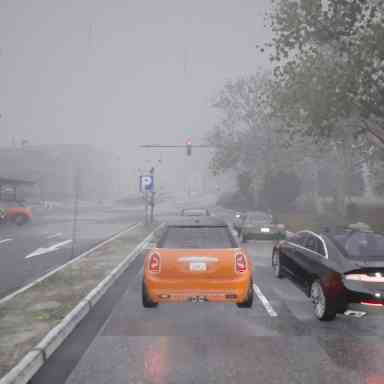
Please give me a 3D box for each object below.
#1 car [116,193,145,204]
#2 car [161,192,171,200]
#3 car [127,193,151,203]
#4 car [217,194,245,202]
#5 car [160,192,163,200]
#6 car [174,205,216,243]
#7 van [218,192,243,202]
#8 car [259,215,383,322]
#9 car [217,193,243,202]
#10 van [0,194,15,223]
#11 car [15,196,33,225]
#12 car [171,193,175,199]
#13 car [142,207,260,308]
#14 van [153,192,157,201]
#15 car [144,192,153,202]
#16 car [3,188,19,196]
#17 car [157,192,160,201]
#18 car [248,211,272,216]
[{"bbox_3d":[-11.502,1.357,61.026,4.792,1.488,2.163,-1,0,-15],"label":"car"},{"bbox_3d":[-8.532,1.356,84.963,4.674,1.452,2.002,-1,0,-12],"label":"car"},{"bbox_3d":[-10.769,1.195,66.970,4.553,1.767,2.185,-1,0,-14],"label":"car"},{"bbox_3d":[8.138,1.262,69.602,5.366,1.575,1.946,1,0,-13],"label":"car"},{"bbox_3d":[-9.711,1.358,75.978,4.674,1.452,2.002,-1,0,-13],"label":"car"},{"bbox_3d":[0.154,1.531,17.207,1.837,1.490,4.892,0,0,1],"label":"car"},{"bbox_3d":[7.224,1.041,63.638,4.442,1.987,1.878,1,0,-14],"label":"van"},{"bbox_3d":[3.102,1.501,7.245,2.128,1.511,4.902,0,0,0],"label":"car"},{"bbox_3d":[7.604,1.140,66.608,4.553,1.767,2.185,1,0,-14],"label":"car"},{"bbox_3d":[-13.622,1.296,20.240,4.442,1.987,1.878,-1,0,-20],"label":"van"},{"bbox_3d":[-13.649,1.402,23.217,4.553,1.767,2.185,-1,0,-19],"label":"car"},{"bbox_3d":[-8.085,1.064,87.969,5.566,2.045,2.435,-1,0,-12],"label":"car"},{"bbox_3d":[0.104,1.363,8.121,2.097,1.767,4.553,0,0,0],"label":"car"},{"bbox_3d":[-10.306,1.092,70.011,4.442,1.987,1.878,-1,0,-14],"label":"van"},{"bbox_3d":[-10.860,1.314,64.018,5.366,1.575,1.946,-1,0,-15],"label":"car"},{"bbox_3d":[-28.214,0.136,51.878,2.002,1.452,4.674,6,-3,-19],"label":"car"},{"bbox_3d":[-10.081,1.320,72.982,4.892,1.521,2.231,-1,0,-14],"label":"car"},{"bbox_3d":[3.145,1.587,16.157,1.994,1.385,4.181,0,0,1],"label":"car"}]
